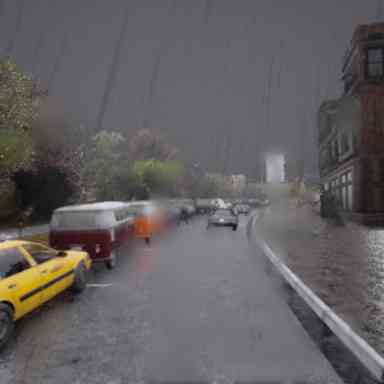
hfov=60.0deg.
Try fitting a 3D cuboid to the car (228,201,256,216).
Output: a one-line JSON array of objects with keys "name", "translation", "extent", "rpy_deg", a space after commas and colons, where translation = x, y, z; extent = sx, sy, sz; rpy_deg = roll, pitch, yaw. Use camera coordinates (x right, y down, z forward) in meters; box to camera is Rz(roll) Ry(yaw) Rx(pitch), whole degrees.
[{"name": "car", "translation": [6.224, 2.139, 41.031], "extent": [2.033, 1.411, 5.357], "rpy_deg": [-1, -1, 16]}]

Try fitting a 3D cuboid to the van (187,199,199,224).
[{"name": "van", "translation": [-0.897, 1.625, 28.223], "extent": [1.878, 1.987, 4.442], "rpy_deg": [-2, 0, 9]}]

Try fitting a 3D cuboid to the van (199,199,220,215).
[{"name": "van", "translation": [1.652, 1.832, 39.113], "extent": [1.878, 1.987, 4.442], "rpy_deg": [-2, 0, 14]}]

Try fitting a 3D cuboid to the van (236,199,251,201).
[{"name": "van", "translation": [8.902, 2.236, 60.206], "extent": [1.878, 1.987, 4.442], "rpy_deg": [-1, 0, 21]}]

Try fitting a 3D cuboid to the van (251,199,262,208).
[{"name": "van", "translation": [12.754, 2.398, 69.381], "extent": [1.878, 1.987, 4.442], "rpy_deg": [-2, 0, 21]}]

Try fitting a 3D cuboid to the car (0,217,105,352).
[{"name": "car", "translation": [-3.520, 1.530, 6.112], "extent": [1.946, 1.575, 5.366], "rpy_deg": [-2, 0, 4]}]

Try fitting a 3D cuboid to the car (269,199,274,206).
[{"name": "car", "translation": [17.578, 2.813, 80.388], "extent": [2.231, 1.521, 4.892], "rpy_deg": [-1, 0, 22]}]

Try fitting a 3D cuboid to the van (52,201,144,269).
[{"name": "van", "translation": [-3.181, 1.374, 11.621], "extent": [1.878, 1.987, 4.442], "rpy_deg": [-2, 0, 2]}]

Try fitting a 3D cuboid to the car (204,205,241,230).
[{"name": "car", "translation": [2.250, 1.843, 23.539], "extent": [1.994, 1.385, 4.181], "rpy_deg": [0, -1, 9]}]

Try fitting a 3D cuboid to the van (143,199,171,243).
[{"name": "van", "translation": [-2.606, 1.449, 17.186], "extent": [1.878, 1.987, 4.442], "rpy_deg": [-2, 0, 7]}]

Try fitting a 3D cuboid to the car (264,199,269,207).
[{"name": "car", "translation": [15.367, 2.756, 75.340], "extent": [2.163, 1.488, 4.792], "rpy_deg": [-1, 0, 22]}]

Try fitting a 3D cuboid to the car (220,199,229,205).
[{"name": "car", "translation": [3.195, 1.913, 44.394], "extent": [2.435, 2.045, 5.566], "rpy_deg": [-2, 0, 15]}]

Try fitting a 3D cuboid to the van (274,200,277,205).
[{"name": "van", "translation": [19.862, 2.698, 85.597], "extent": [1.878, 1.987, 4.442], "rpy_deg": [-1, -2, 26]}]

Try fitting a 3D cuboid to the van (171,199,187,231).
[{"name": "van", "translation": [-1.841, 1.533, 22.724], "extent": [1.878, 1.987, 4.442], "rpy_deg": [-2, 0, 8]}]
